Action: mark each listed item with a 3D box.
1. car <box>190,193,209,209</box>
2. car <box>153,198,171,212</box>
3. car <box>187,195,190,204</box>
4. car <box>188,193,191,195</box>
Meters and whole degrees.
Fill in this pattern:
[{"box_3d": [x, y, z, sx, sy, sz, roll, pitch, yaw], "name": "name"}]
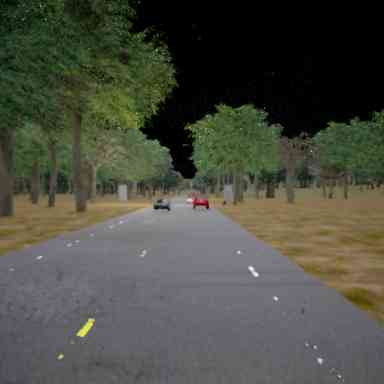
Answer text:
[{"box_3d": [1.199, 1.286, 45.385, 2.150, 2.045, 5.566, 0, 0, 0], "name": "car"}, {"box_3d": [-3.614, 1.532, 40.617, 1.882, 1.535, 5.008, 0, 0, 0], "name": "car"}, {"box_3d": [-0.036, 1.692, 64.875, 1.895, 1.301, 4.718, 0, 0, 0], "name": "car"}, {"box_3d": [-0.047, 1.190, 80.796, 2.150, 2.045, 5.566, 0, 0, 0], "name": "car"}]
